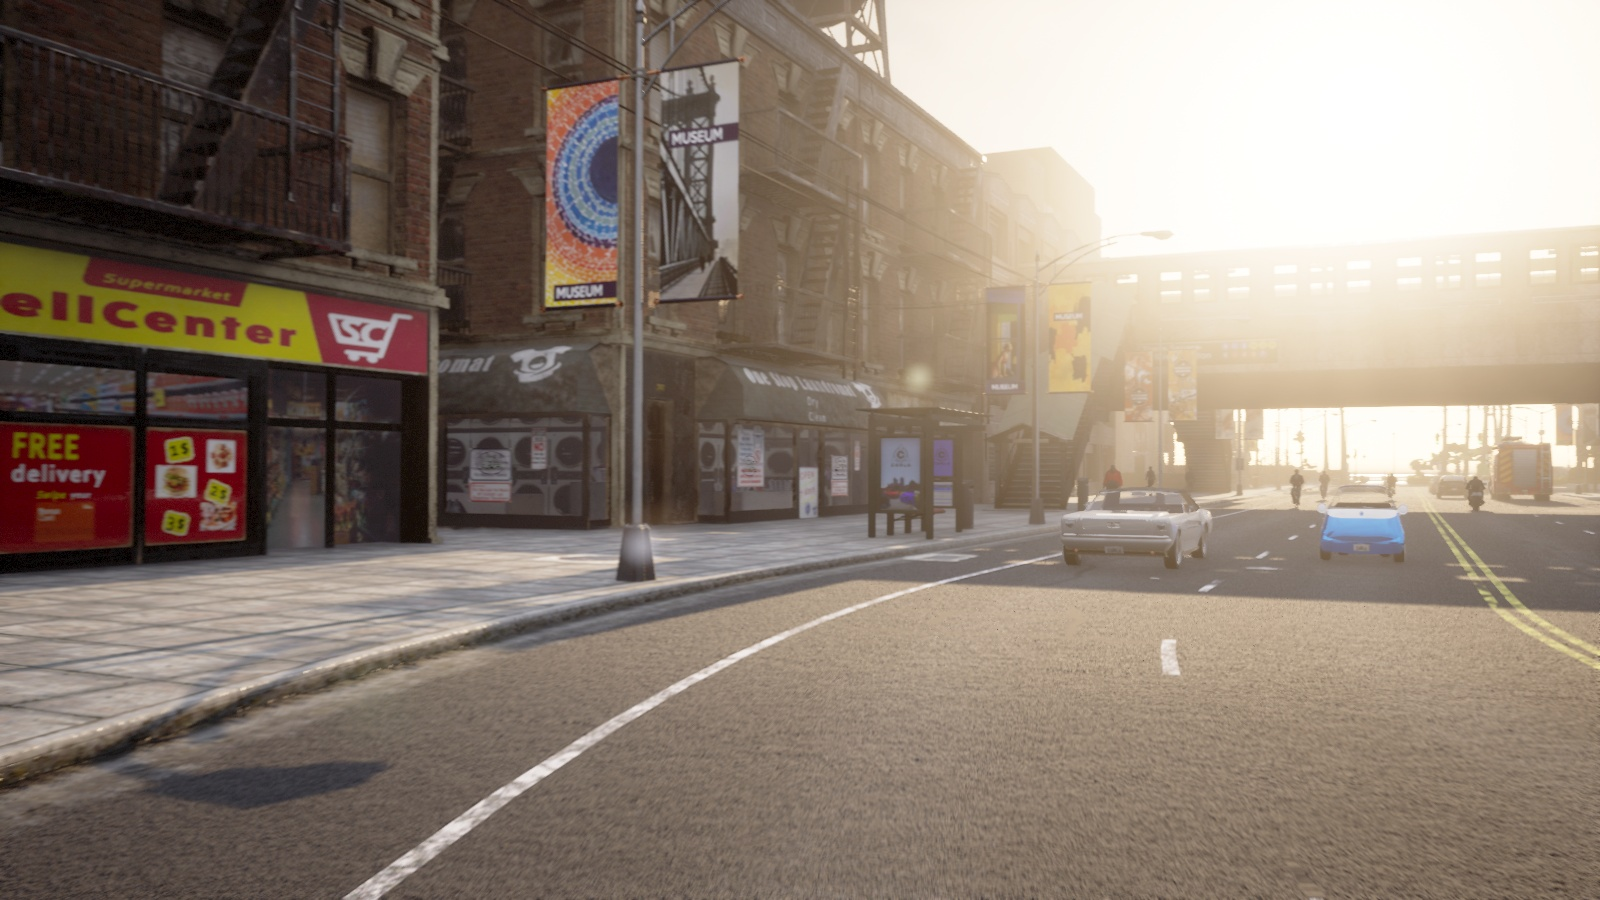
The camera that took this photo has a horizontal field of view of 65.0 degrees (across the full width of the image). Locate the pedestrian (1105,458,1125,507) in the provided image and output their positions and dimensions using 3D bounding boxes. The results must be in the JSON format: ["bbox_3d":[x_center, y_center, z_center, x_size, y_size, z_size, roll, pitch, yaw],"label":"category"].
[{"bbox_3d":[12.076,1.240,48.167,0.634,1.844,0.899,-1,-1,19],"label":"pedestrian"}]

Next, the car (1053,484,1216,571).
[{"bbox_3d":[5.977,1.265,22.007,1.895,1.301,4.718,-1,-1,26],"label":"car"}]

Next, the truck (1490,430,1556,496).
[{"bbox_3d":[44.458,0.808,77.435,2.891,3.827,8.468,-1,-1,26],"label":"truck"}]

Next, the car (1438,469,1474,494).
[{"bbox_3d":[42.518,2.023,81.445,1.882,1.535,5.008,-1,-1,26],"label":"car"}]

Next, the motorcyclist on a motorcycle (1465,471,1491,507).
[{"bbox_3d":[29.154,1.663,54.017,0.866,1.530,2.191,-1,-1,26],"label":"motorcyclist on a motorcycle"}]

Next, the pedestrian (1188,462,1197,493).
[{"bbox_3d":[23.769,1.670,76.002,0.370,1.835,0.726,-1,-1,28],"label":"pedestrian"}]

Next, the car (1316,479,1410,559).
[{"bbox_3d":[10.292,1.221,22.904,1.481,1.376,2.207,-1,-1,26],"label":"car"}]
